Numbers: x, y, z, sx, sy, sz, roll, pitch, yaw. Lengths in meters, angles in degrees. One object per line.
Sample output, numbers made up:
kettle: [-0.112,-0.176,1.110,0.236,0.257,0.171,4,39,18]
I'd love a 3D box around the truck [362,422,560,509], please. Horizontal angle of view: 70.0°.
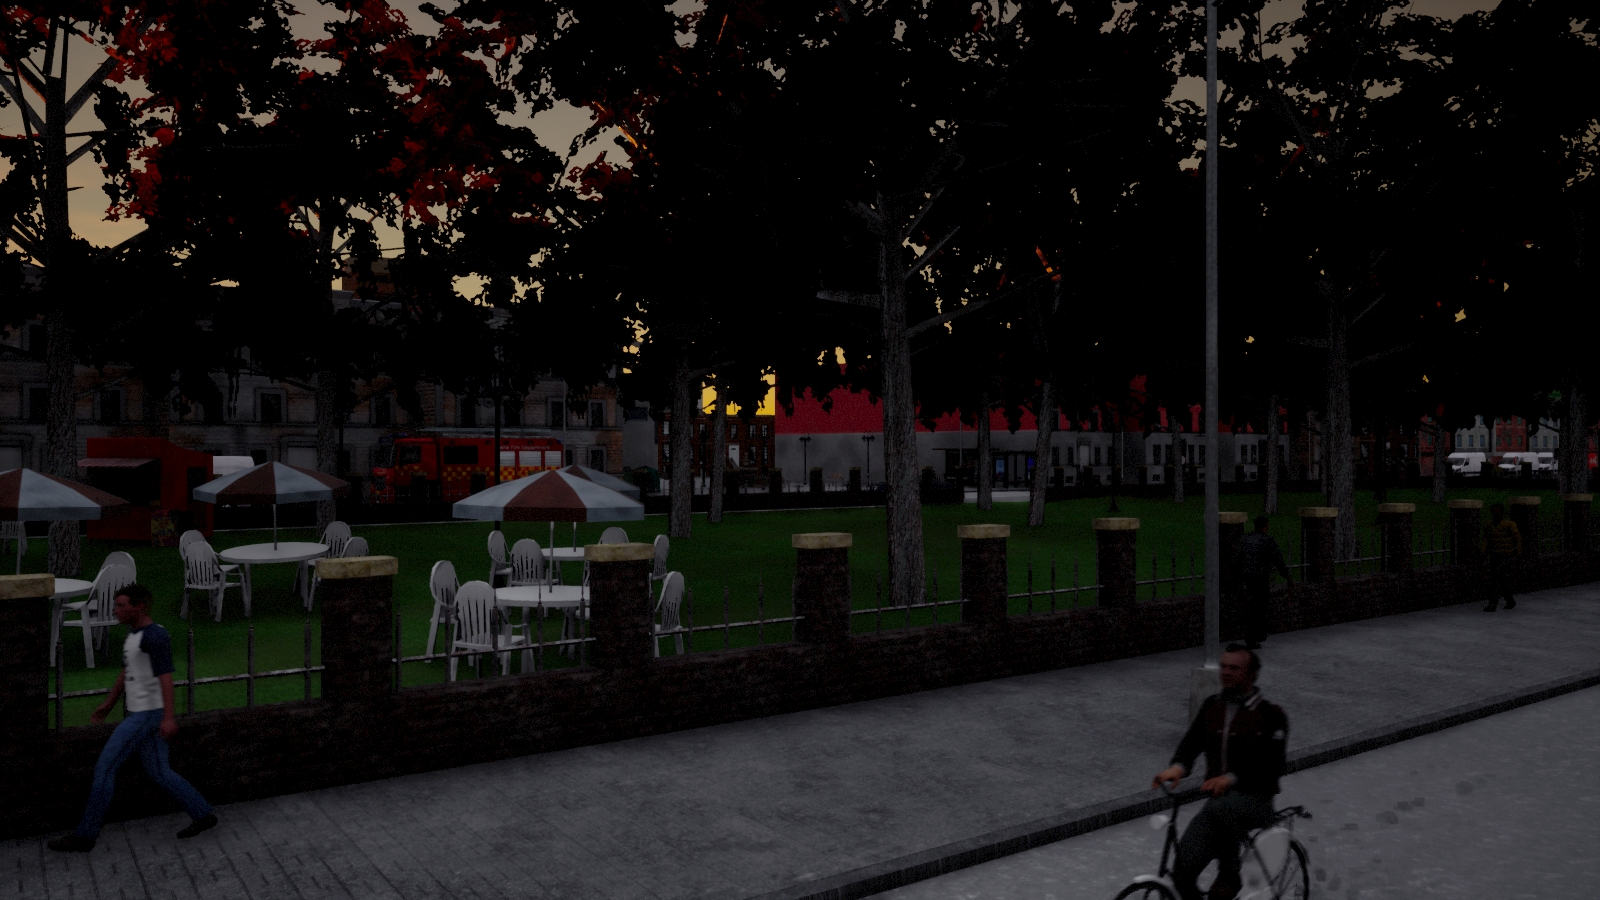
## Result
truck: [-15.884,0.671,53.854,8.468,3.827,2.891,0,0,-35]

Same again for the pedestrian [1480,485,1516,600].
pedestrian: [11.595,1.525,18.980,0.375,1.860,0.375,0,0,-25]

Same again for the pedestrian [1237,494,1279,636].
pedestrian: [6.149,1.525,15.333,0.375,1.860,0.375,0,0,-35]

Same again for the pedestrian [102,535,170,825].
pedestrian: [-4.504,1.525,7.747,0.375,1.860,0.375,0,0,-34]

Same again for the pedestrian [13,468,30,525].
pedestrian: [-25.629,1.524,37.618,0.375,1.860,0.375,0,0,43]

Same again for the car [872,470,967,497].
car: [6.823,1.886,64.813,5.357,1.411,2.033,0,0,-35]
